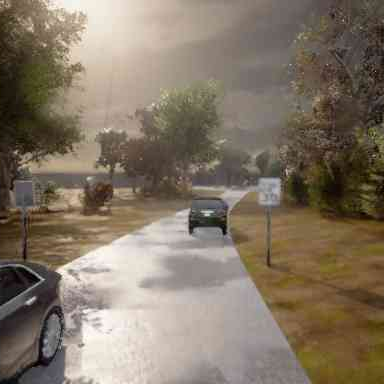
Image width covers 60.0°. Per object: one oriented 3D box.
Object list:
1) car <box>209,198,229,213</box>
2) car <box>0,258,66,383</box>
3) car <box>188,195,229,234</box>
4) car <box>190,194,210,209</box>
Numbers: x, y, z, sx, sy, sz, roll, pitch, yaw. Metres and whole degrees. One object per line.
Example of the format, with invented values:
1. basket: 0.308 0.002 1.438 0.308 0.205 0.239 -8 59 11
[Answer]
1. car: 3.145 1.487 37.867 1.994 1.385 4.181 1 1 8
2. car: -2.762 1.499 2.995 1.837 1.490 4.892 0 0 1
3. car: 1.015 1.290 20.103 2.150 2.045 5.566 0 0 5
4. car: 1.148 1.210 43.768 1.882 1.535 5.008 2 2 10
